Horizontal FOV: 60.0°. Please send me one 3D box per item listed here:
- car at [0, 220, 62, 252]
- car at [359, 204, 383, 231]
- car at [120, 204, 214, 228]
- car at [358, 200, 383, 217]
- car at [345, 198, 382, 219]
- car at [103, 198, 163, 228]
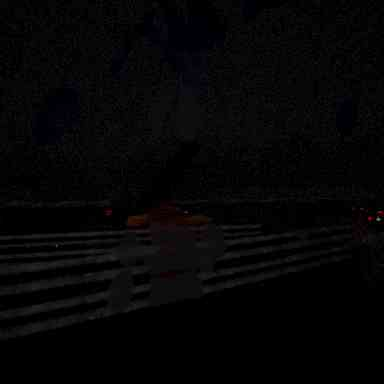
[{"bbox_3d":[-7.345,1.795,12.987,4.181,1.385,1.994,-1,0,-17],"label":"car"},{"bbox_3d":[12.712,1.548,19.159,5.357,1.411,2.033,-1,0,-17],"label":"car"},{"bbox_3d":[-1.203,1.641,18.540,5.008,1.535,1.882,-1,0,-17],"label":"car"},{"bbox_3d":[14.549,1.486,23.387,4.892,1.490,1.837,-1,0,-17],"label":"car"},{"bbox_3d":[14.912,1.336,27.161,4.553,1.767,2.097,-1,0,-17],"label":"car"},{"bbox_3d":[-2.924,1.399,21.673,5.566,2.045,2.150,-1,0,-17],"label":"car"}]
